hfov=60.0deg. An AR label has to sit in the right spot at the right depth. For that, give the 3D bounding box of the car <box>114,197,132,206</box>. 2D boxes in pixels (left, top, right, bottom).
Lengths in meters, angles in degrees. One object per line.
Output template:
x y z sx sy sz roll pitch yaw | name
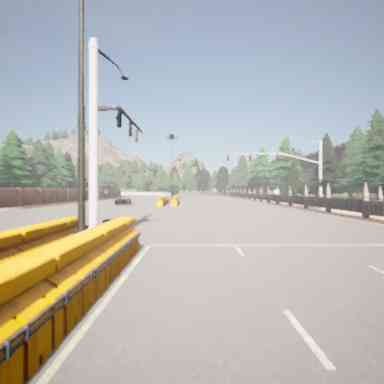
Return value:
-10.467 1.345 50.631 1.895 1.301 4.718 0 0 0 | car
